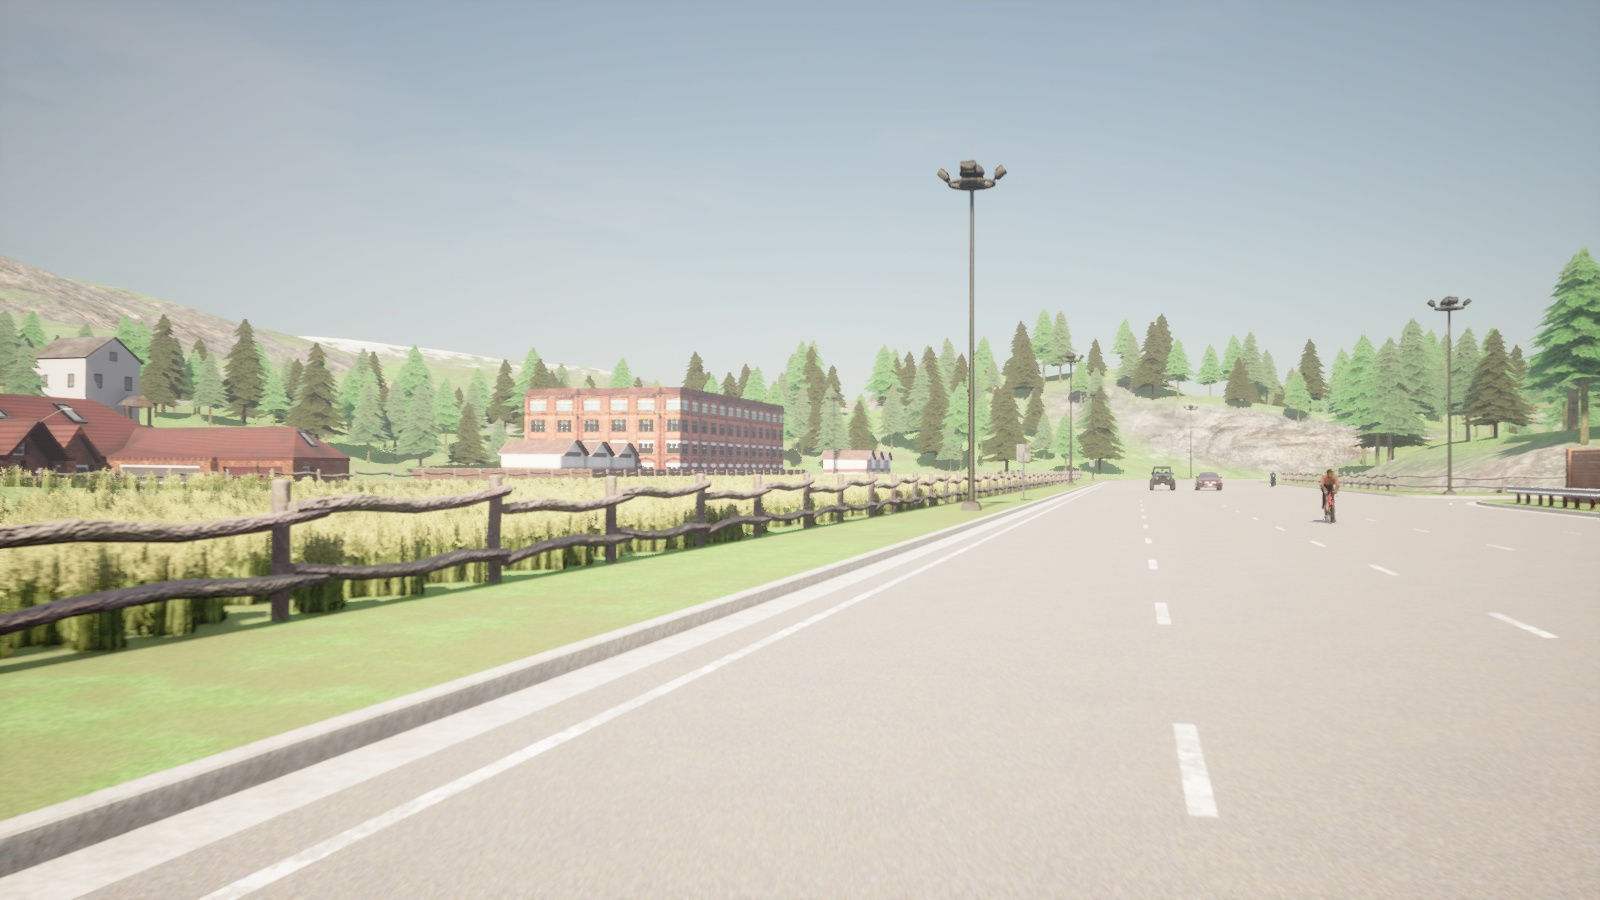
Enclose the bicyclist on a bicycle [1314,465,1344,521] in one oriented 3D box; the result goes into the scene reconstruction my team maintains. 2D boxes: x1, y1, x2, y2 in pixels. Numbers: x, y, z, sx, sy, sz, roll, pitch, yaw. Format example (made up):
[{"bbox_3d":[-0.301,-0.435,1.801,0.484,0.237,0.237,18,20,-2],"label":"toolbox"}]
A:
[{"bbox_3d":[15.616,1.256,37.086,0.582,1.620,1.656,0,-1,15],"label":"bicyclist on a bicycle"}]
